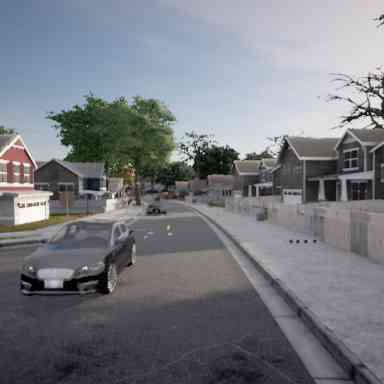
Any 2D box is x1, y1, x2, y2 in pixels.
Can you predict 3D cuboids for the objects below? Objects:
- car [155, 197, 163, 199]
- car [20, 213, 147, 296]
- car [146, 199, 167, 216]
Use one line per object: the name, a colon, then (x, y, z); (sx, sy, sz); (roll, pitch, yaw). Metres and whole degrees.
car: (-5.975, 1.705, 59.903); (1.837, 1.490, 4.892); (0, 0, -7)
car: (-2.672, 1.515, 8.865); (2.128, 1.511, 4.902); (0, 0, 0)
car: (-3.541, 1.685, 33.941); (1.994, 1.385, 4.181); (0, 0, -4)
